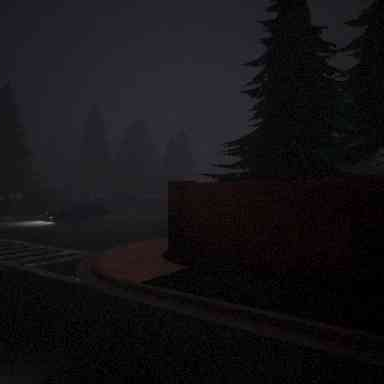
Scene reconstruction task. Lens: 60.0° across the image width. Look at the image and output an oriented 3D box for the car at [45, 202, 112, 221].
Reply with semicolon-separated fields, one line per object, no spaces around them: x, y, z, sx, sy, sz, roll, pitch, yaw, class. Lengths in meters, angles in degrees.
-9.134;1.547;27.336;2.033;1.411;5.357;0;0;35;car
